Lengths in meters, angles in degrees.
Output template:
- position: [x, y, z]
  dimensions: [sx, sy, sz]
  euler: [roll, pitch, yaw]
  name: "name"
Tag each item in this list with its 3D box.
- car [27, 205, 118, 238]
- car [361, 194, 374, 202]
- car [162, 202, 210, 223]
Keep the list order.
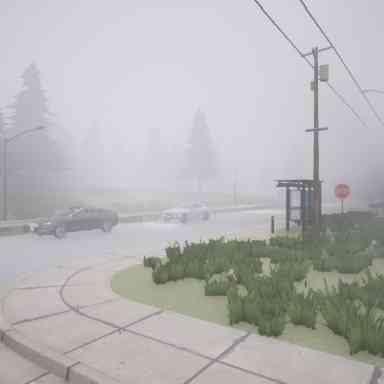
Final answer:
- position: [-6.165, 1.492, 17.772]
  dimensions: [2.128, 1.511, 4.902]
  euler: [0, 0, 36]
  name: "car"
- position: [40.420, 1.355, 76.466]
  dimensions: [2.097, 1.767, 4.553]
  euler: [0, 0, 36]
  name: "car"
- position: [-0.319, 1.526, 25.845]
  dimensions: [1.812, 1.442, 4.674]
  euler: [0, 0, 36]
  name: "car"
